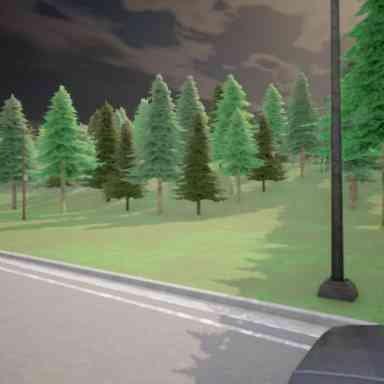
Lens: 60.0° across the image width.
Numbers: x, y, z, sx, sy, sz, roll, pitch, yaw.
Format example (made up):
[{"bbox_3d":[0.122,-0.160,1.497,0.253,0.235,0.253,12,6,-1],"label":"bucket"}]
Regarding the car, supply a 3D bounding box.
[{"bbox_3d":[3.215,1.533,1.702,5.357,1.411,2.033,-1,0,36],"label":"car"}]
